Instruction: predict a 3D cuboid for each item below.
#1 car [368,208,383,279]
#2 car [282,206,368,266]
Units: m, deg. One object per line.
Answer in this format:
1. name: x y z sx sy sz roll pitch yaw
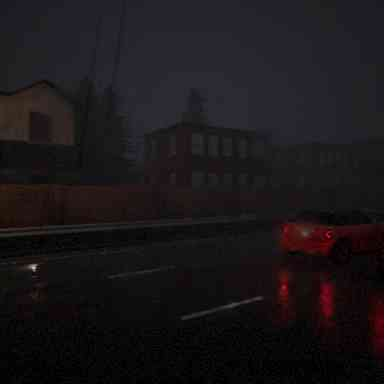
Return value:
1. car: 6.850 1.352 8.635 4.553 1.767 2.097 0 0 -36
2. car: 5.319 1.352 11.842 4.553 1.767 2.097 0 0 -36
